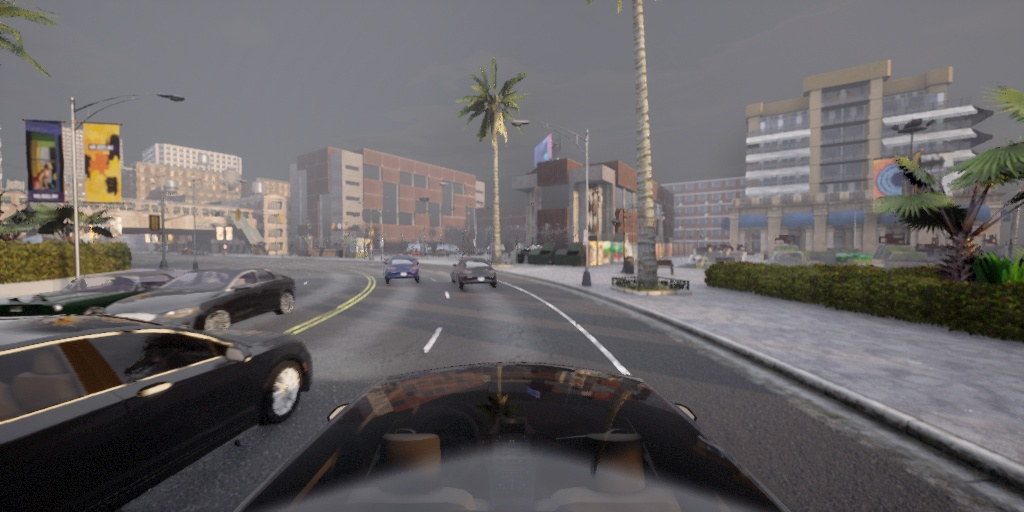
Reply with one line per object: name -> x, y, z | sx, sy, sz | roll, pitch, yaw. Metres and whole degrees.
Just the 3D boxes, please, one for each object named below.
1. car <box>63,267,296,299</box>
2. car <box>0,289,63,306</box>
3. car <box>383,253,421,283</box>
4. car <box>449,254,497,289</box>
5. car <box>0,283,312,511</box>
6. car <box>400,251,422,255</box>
car -> -7.439, 1.057, 9.187 | 2.128, 1.511, 4.902 | 0, 1, -6
car -> -10.886, 1.154, 9.834 | 1.895, 1.301, 4.718 | 0, 2, -8
car -> -6.692, 0.766, 21.556 | 1.812, 1.442, 4.674 | -1, 1, -21
car -> -2.047, 0.832, 18.744 | 1.812, 1.442, 4.674 | 0, 2, -16
car -> -3.615, 1.232, 2.750 | 1.837, 1.490, 4.892 | 1, 1, 3
car -> -11.142, 0.474, 35.749 | 1.895, 1.301, 4.718 | -1, 2, -39
